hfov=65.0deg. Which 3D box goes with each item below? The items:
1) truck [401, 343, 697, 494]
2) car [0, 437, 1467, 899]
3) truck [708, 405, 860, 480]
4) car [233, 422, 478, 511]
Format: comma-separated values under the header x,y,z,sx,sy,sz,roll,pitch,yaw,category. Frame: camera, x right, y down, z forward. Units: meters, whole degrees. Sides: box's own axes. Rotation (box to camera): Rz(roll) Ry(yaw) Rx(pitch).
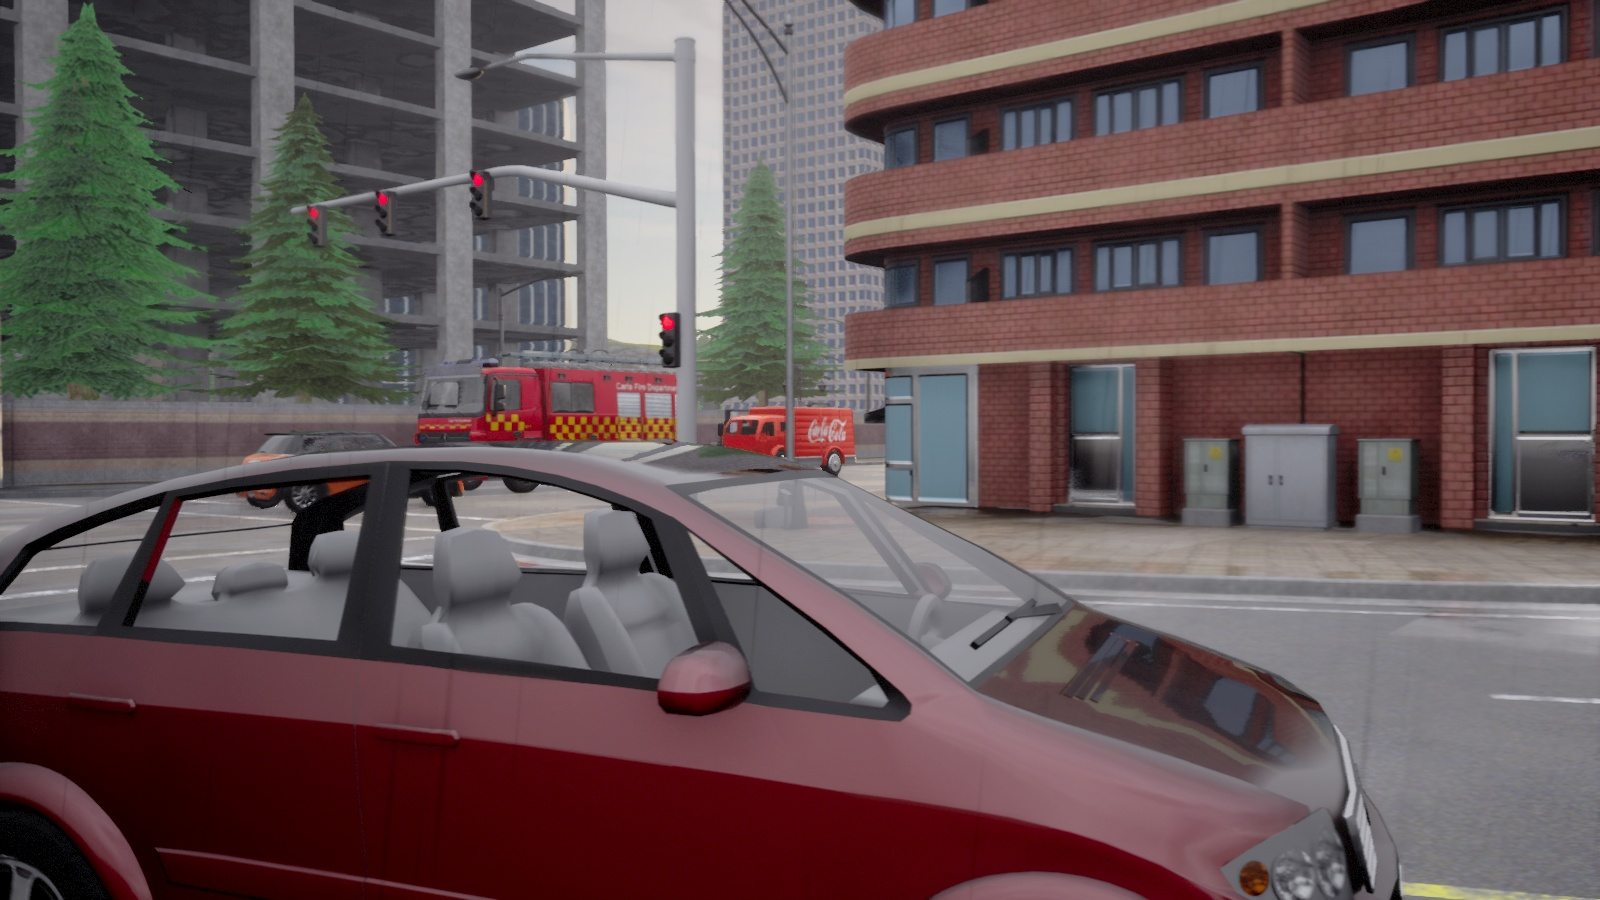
x,y,z,sx,sy,sz,roll,pitch,yaw,category
-6.937,-0.860,36.077,2.891,3.827,8.468,1,1,38,truck
-0.443,0.753,3.336,3.705,1.549,1.789,0,1,21,car
-0.484,-0.281,44.242,2.627,2.467,5.204,1,1,39,truck
-9.556,0.288,27.253,2.097,1.767,4.553,1,1,44,car
